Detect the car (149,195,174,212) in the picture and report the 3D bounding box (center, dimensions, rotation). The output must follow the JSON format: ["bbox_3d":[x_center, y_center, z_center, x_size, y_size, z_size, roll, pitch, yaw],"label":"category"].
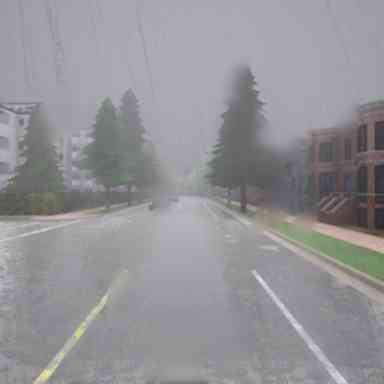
[{"bbox_3d":[-3.493,1.222,36.639,2.097,1.767,4.553,0,0,0],"label":"car"}]

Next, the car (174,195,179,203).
[{"bbox_3d":[-3.488,1.319,62.651,2.033,1.411,5.357,0,0,0],"label":"car"}]
